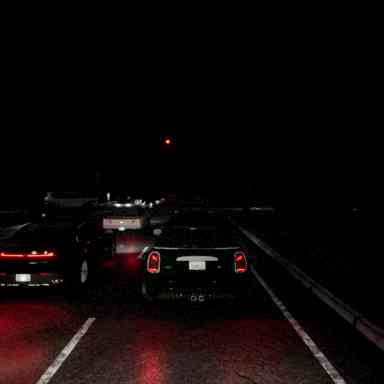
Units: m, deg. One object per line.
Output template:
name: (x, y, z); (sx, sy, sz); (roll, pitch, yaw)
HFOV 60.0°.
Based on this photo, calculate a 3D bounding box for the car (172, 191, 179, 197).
car: (-4.720, 0.577, 93.490); (1.837, 1.490, 4.892); (0, 1, -5)

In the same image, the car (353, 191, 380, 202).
car: (21.877, 0.922, 39.734); (5.566, 2.045, 2.150); (0, 1, -3)

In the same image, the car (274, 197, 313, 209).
car: (12.126, 1.306, 39.167); (4.718, 1.301, 1.895); (0, 1, -3)

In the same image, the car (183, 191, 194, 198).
car: (-0.680, 0.707, 86.096); (1.812, 1.442, 4.674); (0, 1, -4)

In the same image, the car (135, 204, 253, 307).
car: (0.088, 1.323, 8.092); (2.097, 1.767, 4.553); (0, 0, 0)

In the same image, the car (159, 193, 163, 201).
car: (-7.171, 1.005, 66.088); (2.033, 1.411, 5.357); (0, 1, 1)

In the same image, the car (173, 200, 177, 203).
car: (0.061, 1.388, 17.289); (2.128, 1.511, 4.902); (0, 0, 1)

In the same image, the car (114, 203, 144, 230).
car: (-3.435, 1.487, 18.466); (1.895, 1.301, 4.718); (0, 1, 0)

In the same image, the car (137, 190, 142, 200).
car: (-10.681, 0.709, 63.313); (2.150, 2.045, 5.566); (0, 1, 0)

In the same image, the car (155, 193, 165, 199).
car: (-7.301, 0.870, 76.515); (2.033, 1.411, 5.357); (0, 1, -1)

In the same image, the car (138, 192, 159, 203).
car: (-7.200, 1.105, 56.020); (2.033, 1.411, 5.357); (0, 1, 0)

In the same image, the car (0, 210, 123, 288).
car: (-3.415, 1.468, 9.145); (1.837, 1.490, 4.892); (0, 0, 0)

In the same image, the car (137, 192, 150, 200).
car: (-10.732, 0.894, 73.537); (2.128, 1.511, 4.902); (0, 1, -1)

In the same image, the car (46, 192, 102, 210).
car: (-12.168, 0.973, 34.035); (5.566, 2.045, 2.150); (0, 1, -3)

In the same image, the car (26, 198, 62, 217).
car: (-11.105, 1.394, 24.841); (1.994, 1.385, 4.181); (0, 0, -26)

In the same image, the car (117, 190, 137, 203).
car: (-10.695, 0.928, 53.872); (2.097, 1.767, 4.553); (0, 0, 0)

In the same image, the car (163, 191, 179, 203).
car: (-3.529, 1.020, 57.644); (1.882, 1.535, 5.008); (0, 1, 0)
